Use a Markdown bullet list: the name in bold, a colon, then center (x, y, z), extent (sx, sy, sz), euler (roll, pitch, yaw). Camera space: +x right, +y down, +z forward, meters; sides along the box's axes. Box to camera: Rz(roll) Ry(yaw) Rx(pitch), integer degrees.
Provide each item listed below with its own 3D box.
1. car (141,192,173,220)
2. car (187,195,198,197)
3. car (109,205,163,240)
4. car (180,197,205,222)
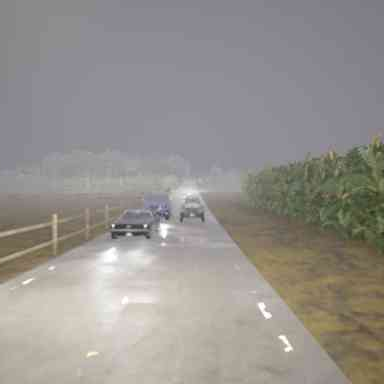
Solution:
- **car**: center (-2.750, 1.069, 26.781), extent (2.150, 2.045, 5.566), euler (0, 1, 0)
- **car**: center (0.080, 1.069, 42.621), extent (1.895, 1.301, 4.718), euler (0, 2, 0)
- **car**: center (-2.768, 1.568, 16.924), extent (1.895, 1.301, 4.718), euler (0, 0, 0)
- **car**: center (0.026, 1.396, 25.380), extent (1.812, 1.442, 4.674), euler (0, 1, 0)
